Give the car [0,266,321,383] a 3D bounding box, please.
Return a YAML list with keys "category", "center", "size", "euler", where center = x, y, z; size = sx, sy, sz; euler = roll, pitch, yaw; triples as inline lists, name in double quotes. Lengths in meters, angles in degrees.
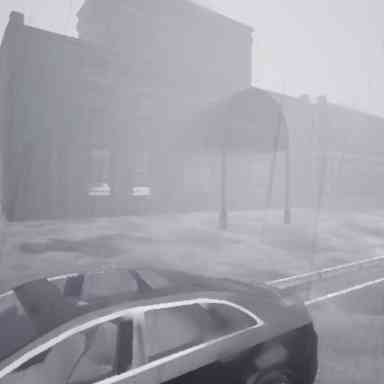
- category: "car"
  center: [-0.991, 1.491, 2.673]
  size: [4.902, 1.511, 2.128]
  euler: [0, 0, -35]
